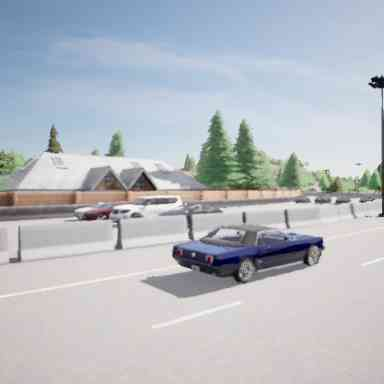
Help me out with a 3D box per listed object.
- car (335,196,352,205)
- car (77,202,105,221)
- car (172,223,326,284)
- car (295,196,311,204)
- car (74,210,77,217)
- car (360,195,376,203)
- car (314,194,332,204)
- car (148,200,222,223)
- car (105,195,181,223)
[{"bbox_3d":[24.990,1.375,54.746,1.994,1.385,4.181,-1,0,35],"label":"car"},{"bbox_3d":[-5.964,1.561,26.069,5.008,1.535,1.882,-1,0,-40],"label":"car"},{"bbox_3d":[1.849,1.595,9.620,4.718,1.301,1.895,-1,0,-38],"label":"car"},{"bbox_3d":[19.957,1.425,59.767,1.994,1.385,4.181,-1,0,35],"label":"car"},{"bbox_3d":[-7.853,1.630,29.028,4.674,1.442,1.812,-1,0,-40],"label":"car"},{"bbox_3d":[28.134,1.282,53.152,1.837,1.490,4.892,0,0,35],"label":"car"},{"bbox_3d":[22.784,1.187,57.722,2.097,1.767,4.553,-1,0,35],"label":"car"},{"bbox_3d":[-0.097,1.515,21.857,4.902,1.511,2.128,-1,0,-41],"label":"car"},{"bbox_3d":[-3.037,1.276,23.937,5.566,2.045,2.150,0,0,-40],"label":"car"}]
